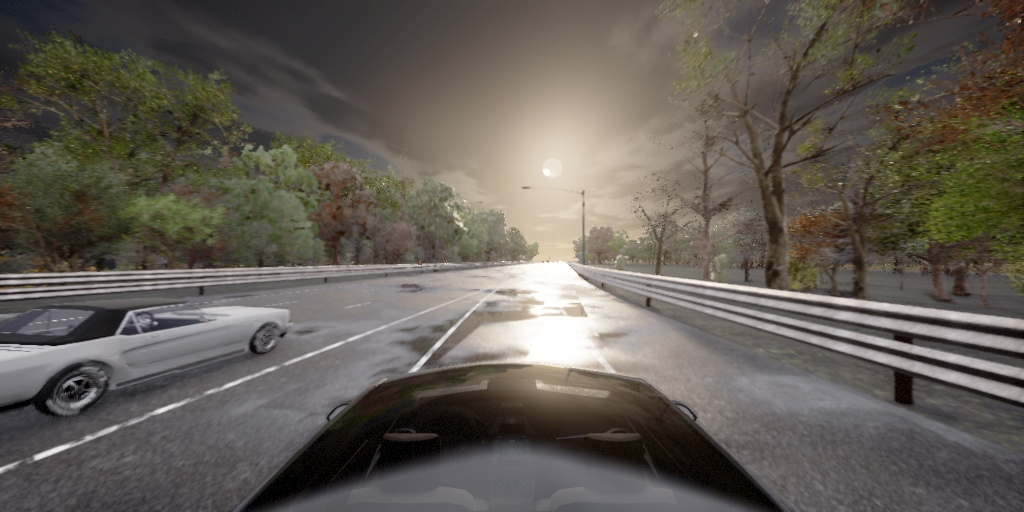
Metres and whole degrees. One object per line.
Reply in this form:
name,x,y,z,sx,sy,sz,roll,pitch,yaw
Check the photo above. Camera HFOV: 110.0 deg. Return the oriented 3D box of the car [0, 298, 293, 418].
car,-6.106,1.354,5.953,1.895,1.301,4.718,0,-1,8
